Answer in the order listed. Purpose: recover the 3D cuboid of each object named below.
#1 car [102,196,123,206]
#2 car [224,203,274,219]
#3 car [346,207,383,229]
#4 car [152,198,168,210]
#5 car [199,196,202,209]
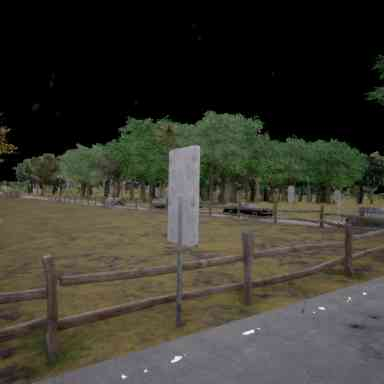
[{"bbox_3d":[-12.288,1.564,53.436,1.994,1.385,4.181,2,-1,-35],"label":"car"},{"bbox_3d":[4.994,1.614,29.116,1.895,1.301,4.718,2,-1,-36],"label":"car"},{"bbox_3d":[11.235,1.563,19.422,1.994,1.385,4.181,2,-1,-26],"label":"car"},{"bbox_3d":[-3.081,1.500,40.425,2.128,1.511,4.902,2,-1,-35],"label":"car"},{"bbox_3d":[-1.005,1.306,42.591,2.150,2.045,5.566,2,-1,-36],"label":"car"}]
